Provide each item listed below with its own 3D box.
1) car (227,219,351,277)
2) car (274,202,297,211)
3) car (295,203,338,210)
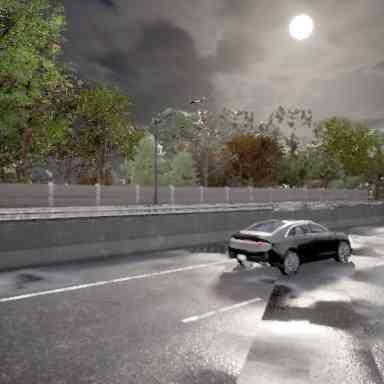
[{"bbox_3d":[3.307,1.623,10.801,4.902,1.511,2.128,0,-1,-38],"label":"car"},{"bbox_3d":[11.207,1.927,35.001,4.892,1.490,1.837,0,-1,-38],"label":"car"},{"bbox_3d":[12.542,1.915,31.604,5.357,1.411,2.033,0,-1,-38],"label":"car"}]
